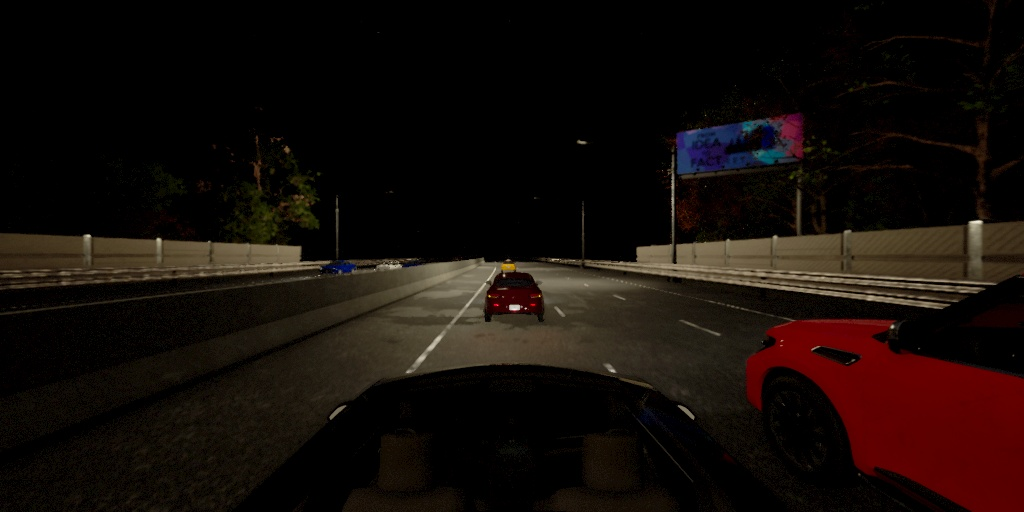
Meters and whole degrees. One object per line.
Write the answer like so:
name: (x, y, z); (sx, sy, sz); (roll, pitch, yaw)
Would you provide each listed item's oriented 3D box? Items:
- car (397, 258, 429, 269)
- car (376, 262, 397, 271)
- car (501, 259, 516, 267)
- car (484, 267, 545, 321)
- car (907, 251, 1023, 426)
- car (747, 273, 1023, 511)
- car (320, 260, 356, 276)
car: (-11.033, 1.264, 40.230); (1.812, 1.442, 4.674); (0, 0, -1)
car: (-14.597, 1.338, 42.817); (1.895, 1.301, 4.718); (0, 0, -1)
car: (-0.433, 1.188, 44.019); (1.801, 1.575, 5.366); (0, 0, -1)
car: (0.067, 1.275, 12.345); (1.812, 1.442, 4.674); (0, 0, 0)
car: (7.094, 0.970, 2.682); (2.150, 2.045, 5.566); (0, 0, 0)
car: (3.595, 0.970, 1.466); (2.150, 2.045, 5.566); (0, 0, 0)
car: (-17.977, 1.220, 37.199); (1.882, 1.535, 5.008); (0, 0, -1)
